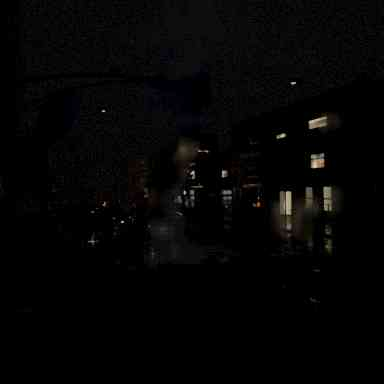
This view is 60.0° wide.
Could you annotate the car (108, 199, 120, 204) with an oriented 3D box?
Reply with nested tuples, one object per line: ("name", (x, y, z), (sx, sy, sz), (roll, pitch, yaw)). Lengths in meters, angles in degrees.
("car", (-14.276, 2.212, 59.662), (2.192, 1.841, 5.009), (-2, 0, -24))

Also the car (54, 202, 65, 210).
("car", (-26.395, 2.677, 66.154), (1.752, 1.417, 4.829), (-2, 0, -24))

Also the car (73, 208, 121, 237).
("car", (-6.086, 1.940, 20.861), (1.947, 1.339, 4.313), (-2, 0, -24))

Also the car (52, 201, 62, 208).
("car", (-31.019, 2.872, 76.396), (1.887, 1.381, 4.507), (-2, 0, -24))

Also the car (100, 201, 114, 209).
("car", (-16.616, 2.512, 64.860), (1.752, 1.417, 4.829), (-2, 0, -24))

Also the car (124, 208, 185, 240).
("car", (-2.292, 1.861, 19.104), (1.994, 1.385, 4.181), (-1, -1, -25))

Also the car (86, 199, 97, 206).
("car", (-25.662, 2.646, 84.881), (2.192, 1.841, 5.009), (-2, 0, -24))

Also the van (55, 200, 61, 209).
("van", (-19.638, 2.235, 51.178), (1.690, 1.788, 3.998), (-2, 0, -24))

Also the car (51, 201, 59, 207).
("car", (-35.505, 3.023, 86.329), (1.752, 1.417, 4.829), (-2, 0, -24))

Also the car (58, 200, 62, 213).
("car", (-14.792, 2.150, 40.422), (1.967, 1.590, 4.097), (-2, 0, -24))

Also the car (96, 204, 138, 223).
("car", (-6.573, 2.008, 28.572), (2.033, 1.411, 5.357), (-1, -1, -24))

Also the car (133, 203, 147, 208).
("car", (-7.124, 2.176, 43.865), (2.008, 1.369, 4.403), (-2, 0, -24))

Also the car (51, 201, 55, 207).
("car", (-24.193, 2.383, 61.266), (2.192, 1.841, 5.009), (-2, 0, -24))

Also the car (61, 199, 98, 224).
("car", (-10.323, 1.851, 30.298), (2.192, 1.841, 5.009), (-2, 0, -24))

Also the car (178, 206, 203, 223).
("car", (-0.487, 1.926, 29.454), (2.008, 1.369, 4.403), (-2, 0, -24))

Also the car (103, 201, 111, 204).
("car", (-10.977, 2.134, 38.355), (1.837, 1.490, 4.892), (-1, -1, -24))
